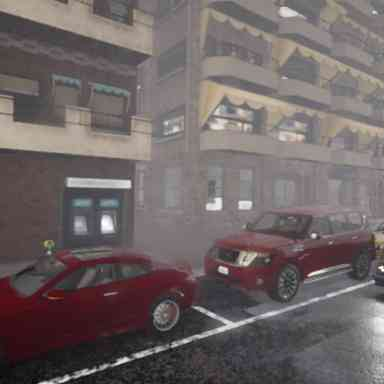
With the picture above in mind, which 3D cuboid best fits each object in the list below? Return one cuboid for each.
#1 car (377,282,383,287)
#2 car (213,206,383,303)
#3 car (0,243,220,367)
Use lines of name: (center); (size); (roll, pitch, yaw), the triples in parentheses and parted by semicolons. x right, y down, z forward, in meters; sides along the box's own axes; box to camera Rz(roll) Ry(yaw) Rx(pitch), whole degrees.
car: (6.552, 1.557, 8.055); (5.357, 1.411, 2.033); (0, 0, -36)
car: (2.712, 1.322, 8.433); (5.009, 1.841, 2.192); (0, 1, -35)
car: (-1.806, 1.584, 5.215); (4.206, 1.307, 1.802); (0, 1, -35)
